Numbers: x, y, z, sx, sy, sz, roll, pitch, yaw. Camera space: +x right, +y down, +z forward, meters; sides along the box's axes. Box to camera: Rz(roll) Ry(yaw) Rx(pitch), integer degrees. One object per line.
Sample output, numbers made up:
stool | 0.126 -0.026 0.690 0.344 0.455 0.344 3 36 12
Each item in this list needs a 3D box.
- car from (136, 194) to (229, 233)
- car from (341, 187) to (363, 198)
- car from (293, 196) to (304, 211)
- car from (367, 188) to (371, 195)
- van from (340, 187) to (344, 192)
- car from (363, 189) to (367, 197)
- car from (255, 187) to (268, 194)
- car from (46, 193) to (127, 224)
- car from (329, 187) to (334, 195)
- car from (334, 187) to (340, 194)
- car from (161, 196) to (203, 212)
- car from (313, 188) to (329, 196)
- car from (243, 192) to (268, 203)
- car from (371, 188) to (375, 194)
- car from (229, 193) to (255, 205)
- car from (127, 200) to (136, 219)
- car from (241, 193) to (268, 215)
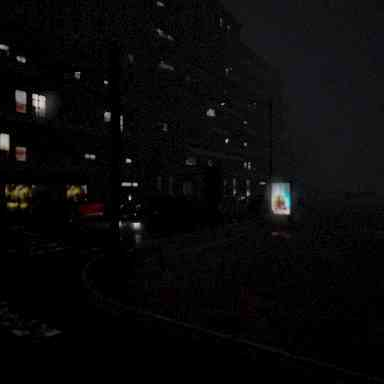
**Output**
car | -0.317 1.032 17.839 2.192 1.841 5.009 1 2 35
car | 28.300 0.314 58.753 1.887 1.381 4.507 1 2 35
car | 9.221 0.970 31.482 1.947 1.339 4.313 1 2 35
car | 34.660 0.101 67.843 1.887 1.381 4.507 1 2 35
van | 37.289 -0.436 86.213 1.690 1.788 3.998 2 2 35
car | 31.480 0.103 63.295 1.967 1.590 4.097 1 2 35
car | 10.070 0.434 42.768 2.150 2.045 5.566 0 1 35
car | -7.218 1.020 22.592 2.192 1.841 5.009 1 2 35
car | 30.929 -0.017 77.130 1.887 1.381 4.507 2 2 35
car | 34.109 -0.229 81.671 1.967 1.590 4.097 2 2 35
car | -0.862 1.080 31.688 1.802 1.307 4.206 1 2 35
car | 27.750 -0.015 72.582 1.967 1.590 4.097 2 2 35
car | 8.675 0.765 45.321 1.802 1.307 4.206 1 2 35
car | 37.839 -0.006 72.389 1.887 1.381 4.507 1 2 35
car | 5.496 0.839 40.776 2.008 1.369 4.403 1 2 35
car | -3.147 0.998 23.927 2.097 1.767 4.553 0 1 35
car | 6.041 1.075 26.936 1.947 1.339 4.313 1 2 35
